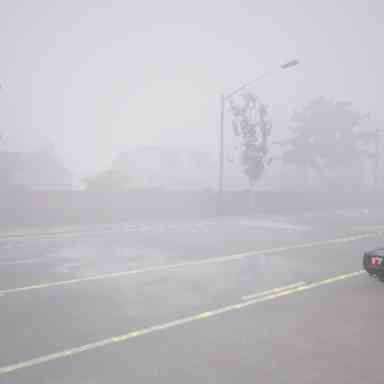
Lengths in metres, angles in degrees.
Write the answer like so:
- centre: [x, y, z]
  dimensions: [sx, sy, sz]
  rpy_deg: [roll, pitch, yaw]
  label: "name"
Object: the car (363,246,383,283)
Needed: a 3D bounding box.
- centre: [6.316, 1.576, 8.248]
  dimensions: [4.718, 1.301, 1.895]
  rpy_deg: [0, 0, -36]
  label: "car"
